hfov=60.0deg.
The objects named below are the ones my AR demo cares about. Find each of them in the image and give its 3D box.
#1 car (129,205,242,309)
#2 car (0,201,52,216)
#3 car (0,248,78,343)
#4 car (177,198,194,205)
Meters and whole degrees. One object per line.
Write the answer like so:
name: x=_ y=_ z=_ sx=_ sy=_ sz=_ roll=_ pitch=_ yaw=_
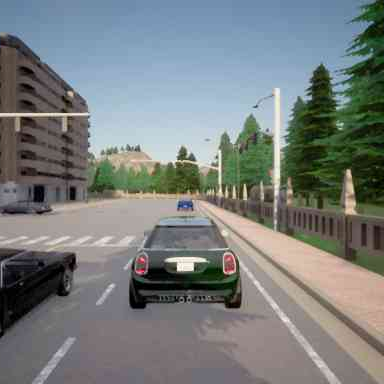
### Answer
car: x=-0.133 y=1.351 z=8.033 sx=2.097 sy=1.767 sz=4.553 roll=0 pitch=0 yaw=0
car: x=-16.686 y=1.592 z=32.716 sx=5.357 sy=1.411 sz=2.033 roll=0 pitch=0 yaw=3
car: x=-3.548 y=1.600 z=5.660 sx=1.895 sy=1.301 sz=4.718 roll=0 pitch=0 yaw=-1
car: x=-0.820 y=1.470 z=41.133 sx=1.882 sy=1.535 sz=5.008 roll=0 pitch=0 yaw=-1
